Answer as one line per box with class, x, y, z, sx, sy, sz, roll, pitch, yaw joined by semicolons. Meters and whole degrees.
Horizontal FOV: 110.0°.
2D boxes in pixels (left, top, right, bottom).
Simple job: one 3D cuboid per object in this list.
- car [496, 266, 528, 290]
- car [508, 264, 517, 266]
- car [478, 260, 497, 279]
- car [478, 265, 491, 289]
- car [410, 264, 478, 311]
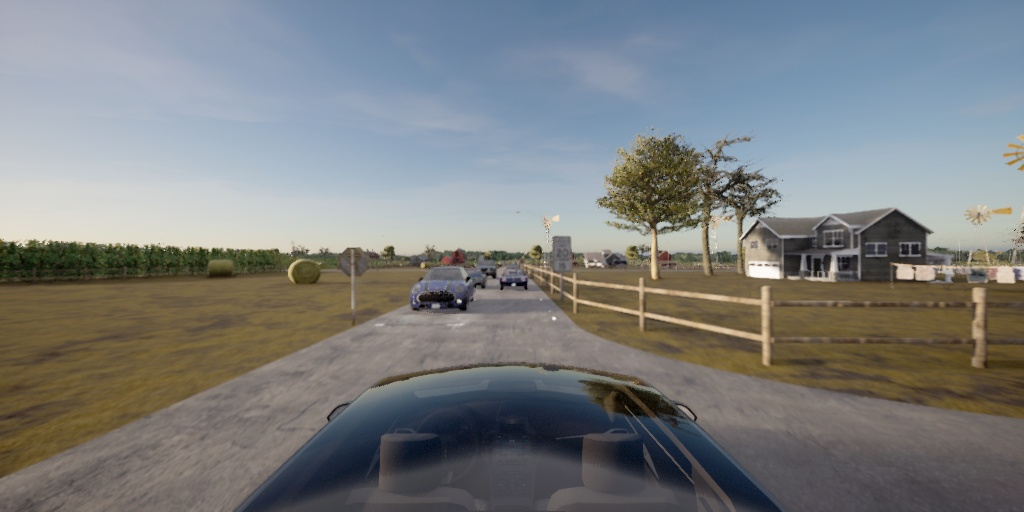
car;0.116;1.584;25.059;1.895;1.301;4.718;-1;-1;0
car;0.136;1.819;41.433;1.895;1.301;4.718;-1;-1;0
car;-2.808;1.436;39.442;2.150;2.045;5.566;-1;-1;0
car;-2.833;1.585;25.824;1.994;1.385;4.181;-1;-1;0
car;-2.784;1.232;15.112;2.097;1.767;4.553;0;-1;-1
